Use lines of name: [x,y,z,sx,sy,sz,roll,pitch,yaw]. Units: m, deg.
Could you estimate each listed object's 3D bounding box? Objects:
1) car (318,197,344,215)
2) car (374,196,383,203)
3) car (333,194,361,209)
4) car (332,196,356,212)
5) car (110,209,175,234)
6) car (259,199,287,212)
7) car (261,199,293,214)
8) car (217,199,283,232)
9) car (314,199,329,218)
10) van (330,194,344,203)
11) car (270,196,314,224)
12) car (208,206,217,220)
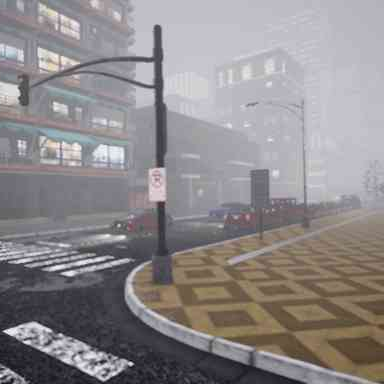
car: [13.524,1.511,33.479,1.887,1.381,4.507,-2,-1,36]
car: [36.733,1.415,65.009,1.887,1.381,4.507,-2,-1,36]
car: [20.151,1.254,42.490,2.192,1.841,5.009,-2,-1,36]
car: [16.840,1.504,37.983,2.008,1.369,4.403,-2,-1,36]
car: [-2.931,1.706,20.260,1.994,1.385,4.181,-2,-1,36]
car: [10.395,1.664,42.517,1.752,1.417,4.829,-2,-1,36]
car: [9.632,1.617,37.305,1.812,1.442,4.674,-2,-1,37]
car: [3.576,1.446,19.967,1.967,1.590,4.097,-2,-1,36]
car: [10.210,1.561,28.974,1.802,1.307,4.206,-2,-1,36]
van: [30.385,1.397,69.681,1.690,1.788,3.998,-2,-1,36]
car: [6.889,1.307,24.473,2.192,1.841,5.009,-2,-1,36]
car: [3.277,1.595,28.689,1.882,1.535,5.008,-2,-1,36]
